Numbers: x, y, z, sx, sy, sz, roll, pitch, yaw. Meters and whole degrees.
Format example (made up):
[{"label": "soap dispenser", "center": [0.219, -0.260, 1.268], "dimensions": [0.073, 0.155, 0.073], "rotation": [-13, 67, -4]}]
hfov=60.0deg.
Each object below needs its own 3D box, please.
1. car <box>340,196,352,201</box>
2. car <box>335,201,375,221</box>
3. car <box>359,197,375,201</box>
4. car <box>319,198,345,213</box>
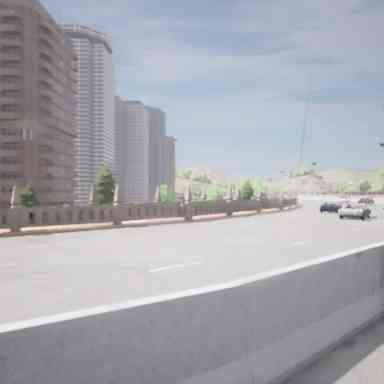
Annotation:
[{"label": "car", "center": [29.957, 1.573, 65.429], "dimensions": [1.812, 1.442, 4.674], "rotation": [0, 0, 12]}, {"label": "car", "center": [13.879, 1.660, 28.241], "dimensions": [1.895, 1.301, 4.718], "rotation": [0, 0, 36]}, {"label": "car", "center": [33.044, 1.645, 62.936], "dimensions": [1.994, 1.385, 4.181], "rotation": [0, 0, 12]}, {"label": "car", "center": [15.457, 1.685, 36.957], "dimensions": [1.895, 1.301, 4.718], "rotation": [0, 0, 31]}]
